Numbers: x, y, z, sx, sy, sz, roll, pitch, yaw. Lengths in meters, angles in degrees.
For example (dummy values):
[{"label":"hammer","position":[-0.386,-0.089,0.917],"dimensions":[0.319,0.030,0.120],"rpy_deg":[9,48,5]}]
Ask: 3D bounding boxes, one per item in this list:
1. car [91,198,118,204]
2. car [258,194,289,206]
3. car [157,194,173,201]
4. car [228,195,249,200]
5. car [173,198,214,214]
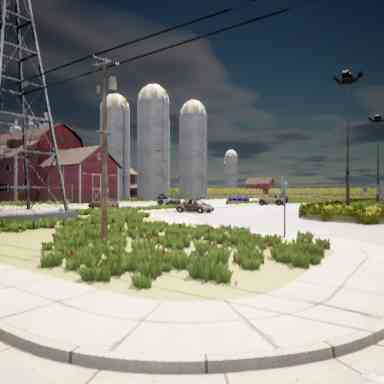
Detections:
[{"label":"car","position":[-10.926,1.459,41.083],"dimensions":[4.193,1.474,1.816],"rpy_deg":[0,0,35]},{"label":"car","position":[13.005,1.264,53.273],"dimensions":[4.605,1.855,1.932],"rpy_deg":[0,0,35]},{"label":"car","position":[-3.694,1.268,52.476],"dimensions":[3.866,1.878,1.905],"rpy_deg":[0,0,35]},{"label":"car","position":[10.127,1.439,72.348],"dimensions":[4.611,1.667,2.242],"rpy_deg":[0,0,35]},{"label":"car","position":[0.317,1.472,34.716],"dimensions":[3.905,1.438,1.784],"rpy_deg":[0,0,35]}]
